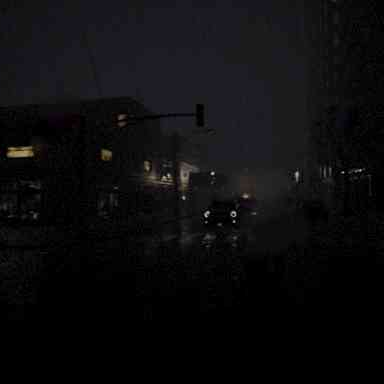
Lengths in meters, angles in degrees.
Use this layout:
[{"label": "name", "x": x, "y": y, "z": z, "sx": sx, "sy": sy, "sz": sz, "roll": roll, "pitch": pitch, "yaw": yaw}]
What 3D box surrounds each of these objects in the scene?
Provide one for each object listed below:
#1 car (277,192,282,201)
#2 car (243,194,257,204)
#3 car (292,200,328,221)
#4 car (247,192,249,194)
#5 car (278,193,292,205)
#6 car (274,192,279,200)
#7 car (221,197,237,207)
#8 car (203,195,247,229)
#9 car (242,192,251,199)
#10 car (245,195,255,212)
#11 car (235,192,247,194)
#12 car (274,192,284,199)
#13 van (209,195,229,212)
[{"label": "car", "x": 16.053, "y": 1.211, "z": 57.510, "sx": 1.752, "sy": 1.417, "sz": 4.829, "roll": 0, "pitch": 0, "yaw": 12}, {"label": "car", "x": 10.014, "y": 1.403, "z": 56.607, "sx": 1.895, "sy": 1.301, "sz": 4.718, "roll": -1, "pitch": 0, "yaw": 13}, {"label": "car", "x": 8.880, "y": 1.266, "z": 24.910, "sx": 1.967, "sy": 1.590, "sz": 4.097, "roll": 0, "pitch": 0, "yaw": 12}, {"label": "car", "x": 13.745, "y": 1.255, "z": 86.017, "sx": 1.752, "sy": 1.417, "sz": 4.829, "roll": 0, "pitch": 0, "yaw": 12}, {"label": "car", "x": 14.864, "y": 1.235, "z": 52.105, "sx": 1.752, "sy": 1.417, "sz": 4.829, "roll": 0, "pitch": 0, "yaw": 12}, {"label": "car", "x": 18.395, "y": 1.185, "z": 68.155, "sx": 1.887, "sy": 1.381, "sz": 4.507, "roll": 0, "pitch": 0, "yaw": 12}, {"label": "car", "x": 5.458, "y": 1.474, "z": 48.347, "sx": 1.802, "sy": 1.307, "sz": 4.206, "roll": 0, "pitch": 0, "yaw": 12}, {"label": "car", "x": 2.129, "y": 1.310, "z": 21.510, "sx": 2.097, "sy": 1.767, "sz": 4.553, "roll": -1, "pitch": 0, "yaw": 14}, {"label": "car", "x": 14.971, "y": 1.021, "z": 91.587, "sx": 2.192, "sy": 1.841, "sz": 5.009, "roll": 0, "pitch": 0, "yaw": 12}, {"label": "car", "x": 5.609, "y": 1.436, "z": 37.004, "sx": 2.033, "sy": 1.411, "sz": 5.357, "roll": -1, "pitch": 0, "yaw": 13}, {"label": "car", "x": 9.024, "y": 1.137, "z": 64.561, "sx": 2.192, "sy": 1.841, "sz": 5.009, "roll": 0, "pitch": 0, "yaw": 12}, {"label": "car", "x": 21.962, "y": 0.886, "z": 84.371, "sx": 2.192, "sy": 1.841, "sz": 5.009, "roll": 0, "pitch": 0, "yaw": 12}, {"label": "van", "x": 3.078, "y": 1.279, "z": 37.536, "sx": 1.690, "sy": 1.788, "sz": 3.998, "roll": 0, "pitch": 0, "yaw": 12}]
